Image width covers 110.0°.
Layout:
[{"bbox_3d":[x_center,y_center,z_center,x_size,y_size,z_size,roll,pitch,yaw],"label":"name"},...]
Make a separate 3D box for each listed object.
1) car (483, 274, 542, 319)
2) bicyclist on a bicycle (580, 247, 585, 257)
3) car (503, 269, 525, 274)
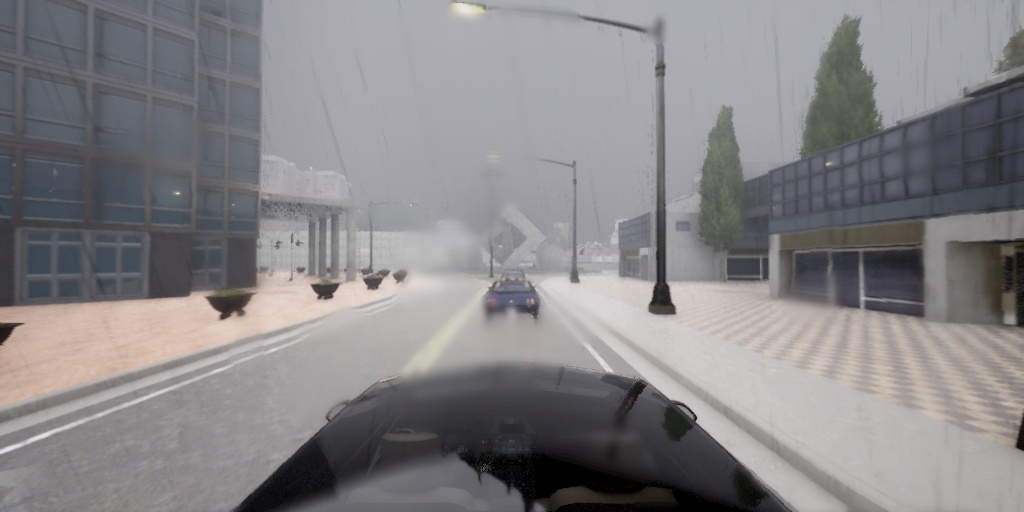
[{"bbox_3d":[0.036,1.518,13.549,1.895,1.301,4.718,0,-1,0],"label":"car"},{"bbox_3d":[10.777,-0.522,54.974,0.582,1.656,1.620,21,23,23],"label":"bicyclist on a bicycle"},{"bbox_3d":[0.147,1.656,26.976,2.033,1.411,5.357,0,-1,4],"label":"car"}]
